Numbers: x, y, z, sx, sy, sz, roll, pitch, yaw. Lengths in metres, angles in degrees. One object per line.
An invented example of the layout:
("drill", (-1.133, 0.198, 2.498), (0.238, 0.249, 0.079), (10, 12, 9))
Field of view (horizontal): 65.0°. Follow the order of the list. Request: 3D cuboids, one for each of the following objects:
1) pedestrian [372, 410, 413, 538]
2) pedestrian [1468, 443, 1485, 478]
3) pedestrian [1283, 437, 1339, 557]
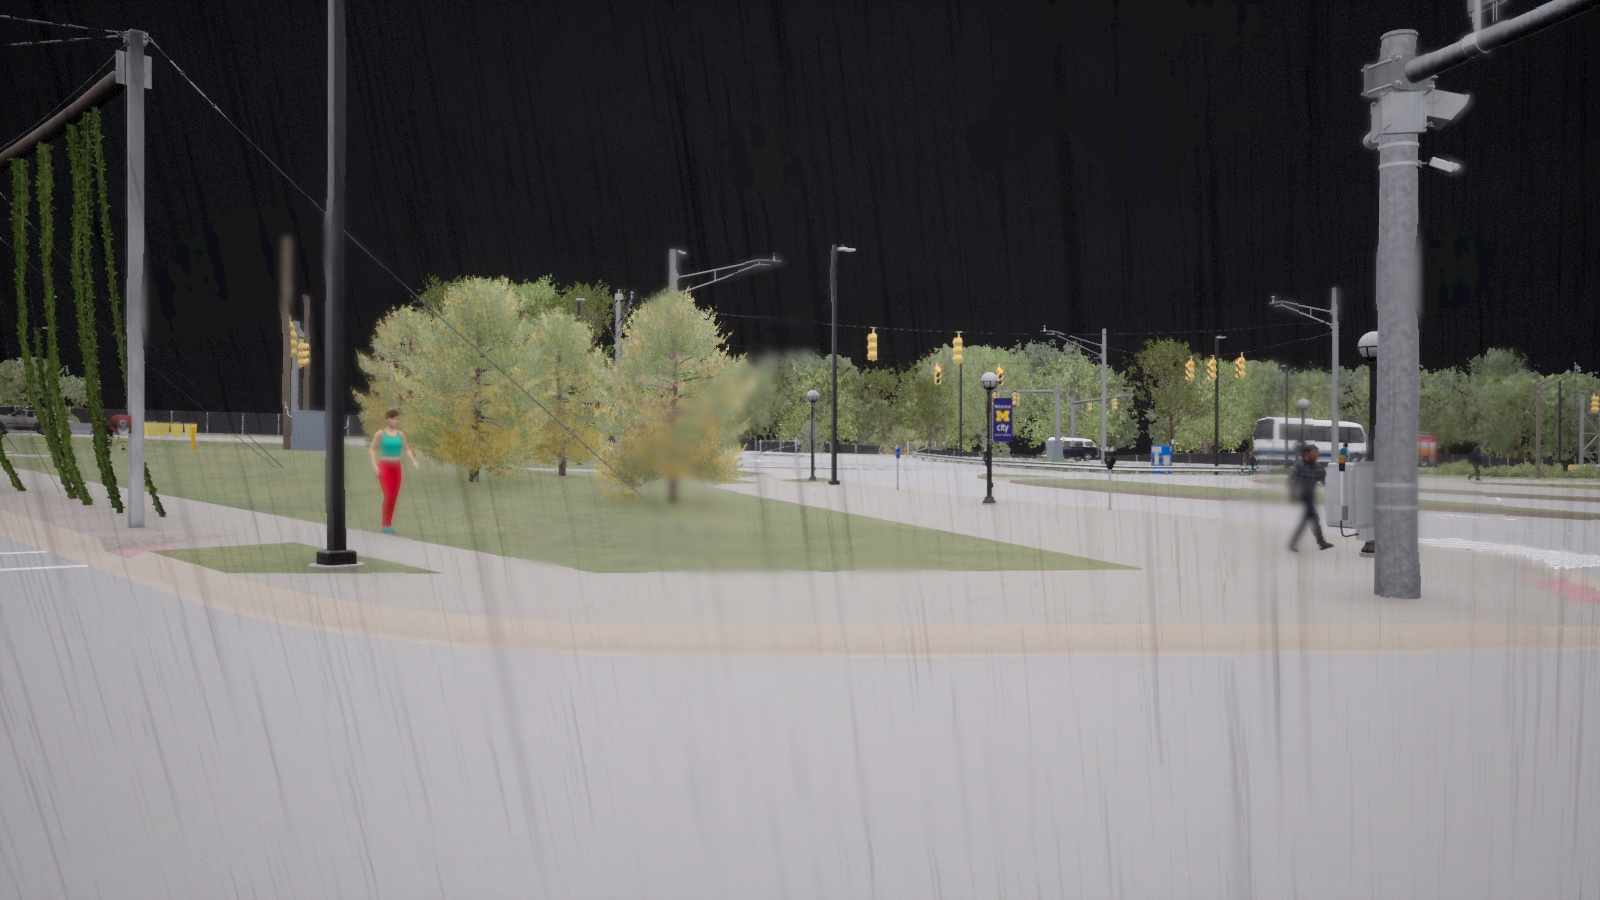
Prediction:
("pedestrian", (-5.960, 0.344, 18.358), (0.345, 1.836, 0.594), (0, 0, -43))
("pedestrian", (35.222, 0.548, 65.360), (0.726, 1.842, 0.402), (0, 0, -15))
("pedestrian", (8.465, 0.762, 20.805), (0.423, 1.949, 0.788), (0, 0, -22))
